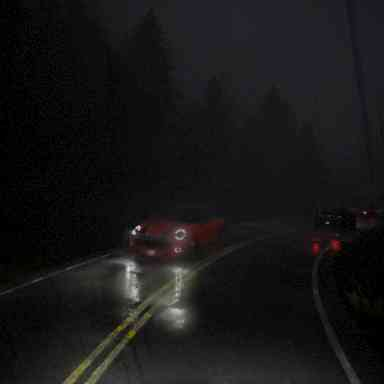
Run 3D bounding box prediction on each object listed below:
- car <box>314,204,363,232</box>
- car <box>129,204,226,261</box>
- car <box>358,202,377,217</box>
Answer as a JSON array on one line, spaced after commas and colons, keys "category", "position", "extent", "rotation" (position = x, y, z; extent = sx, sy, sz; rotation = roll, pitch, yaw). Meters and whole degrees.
[{"category": "car", "position": [9.548, 1.701, 21.997], "extent": [2.128, 1.511, 4.902], "rotation": [4, 1, 35]}, {"category": "car", "position": [-0.315, 1.261, 12.152], "extent": [2.097, 1.767, 4.553], "rotation": [2, 1, 24]}, {"category": "car", "position": [18.950, 1.784, 36.437], "extent": [1.812, 1.442, 4.674], "rotation": [1, 5, 28]}]
